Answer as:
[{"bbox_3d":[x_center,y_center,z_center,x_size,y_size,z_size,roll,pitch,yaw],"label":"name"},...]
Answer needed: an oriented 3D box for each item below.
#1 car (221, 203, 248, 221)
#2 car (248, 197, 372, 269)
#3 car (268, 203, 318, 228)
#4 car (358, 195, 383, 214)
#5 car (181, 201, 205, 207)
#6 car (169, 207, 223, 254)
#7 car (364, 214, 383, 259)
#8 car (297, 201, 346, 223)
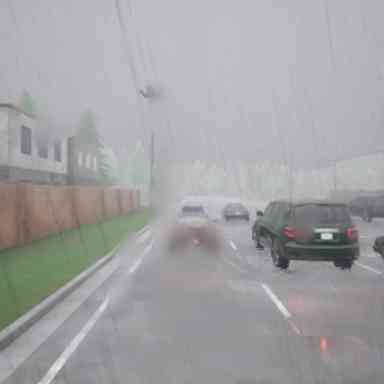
[{"bbox_3d":[3.587,1.629,28.072,1.994,1.385,4.181,0,0,0],"label":"car"},{"bbox_3d":[3.569,1.250,11.440,2.150,2.045,5.566,0,0,0],"label":"car"},{"bbox_3d":[7.054,1.603,23.857,2.033,1.411,5.357,0,0,1],"label":"car"},{"bbox_3d":[14.077,1.286,26.444,2.150,2.045,5.566,0,0,0],"label":"car"},{"bbox_3d":[0.092,1.545,29.134,1.882,1.535,5.008,0,0,0],"label":"car"},{"bbox_3d":[0.082,1.557,13.566,1.812,1.442,4.674,0,0,0],"label":"car"},{"bbox_3d":[7.046,1.569,8.856,2.033,1.411,5.357,0,0,1],"label":"car"},{"bbox_3d":[10.584,1.556,27.605,2.128,1.511,4.902,0,0,0],"label":"car"}]
